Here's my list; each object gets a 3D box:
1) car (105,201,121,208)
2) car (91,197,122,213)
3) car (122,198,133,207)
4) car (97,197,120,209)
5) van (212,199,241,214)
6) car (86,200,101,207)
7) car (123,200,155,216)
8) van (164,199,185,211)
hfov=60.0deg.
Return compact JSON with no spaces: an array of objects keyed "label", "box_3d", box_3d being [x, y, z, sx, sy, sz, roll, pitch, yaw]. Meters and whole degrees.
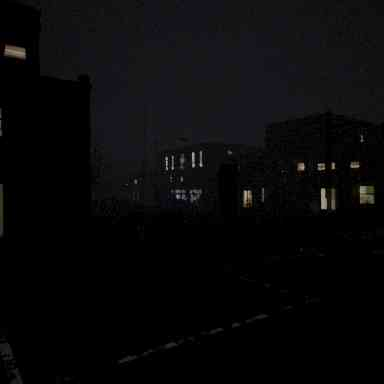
[{"label":"car","box_3d":[-15.968,2.432,67.116,1.802,1.307,4.206,-2,0,-36]},{"label":"car","box_3d":[-12.728,2.001,48.516,2.192,1.841,5.009,-2,0,-36]},{"label":"car","box_3d":[-12.638,2.084,62.546,2.192,1.841,5.009,-2,0,-36]},{"label":"car","box_3d":[-15.715,2.039,62.382,2.150,2.045,5.566,-1,0,-36]},{"label":"van","box_3d":[4.051,1.707,39.694,1.690,1.788,3.998,-2,0,-36]},{"label":"car","box_3d":[-22.644,2.594,76.257,1.802,1.307,4.206,-2,0,-36]},{"label":"car","box_3d":[-5.947,2.047,39.239,1.752,1.417,4.829,-2,0,-36]},{"label":"van","box_3d":[-2.624,1.868,48.834,1.690,1.788,3.998,-2,0,-36]}]
